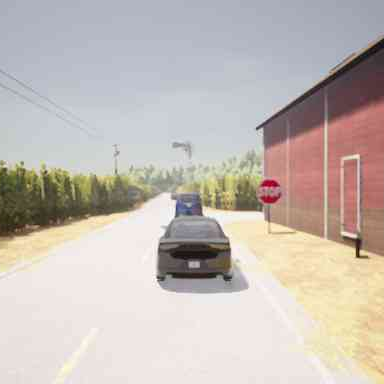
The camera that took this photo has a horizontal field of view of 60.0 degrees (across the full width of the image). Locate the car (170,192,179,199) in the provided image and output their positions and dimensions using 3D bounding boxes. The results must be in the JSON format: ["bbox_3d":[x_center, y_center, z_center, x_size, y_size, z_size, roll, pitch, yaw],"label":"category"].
[{"bbox_3d":[-4.430,0.858,84.409,2.097,1.767,4.553,0,0,-4],"label":"car"}]

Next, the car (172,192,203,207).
[{"bbox_3d":[-0.315,1.090,27.296,2.150,2.045,5.566,0,1,-2],"label":"car"}]

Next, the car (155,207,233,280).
[{"bbox_3d":[0.065,1.429,9.810,1.882,1.535,5.008,0,1,0],"label":"car"}]

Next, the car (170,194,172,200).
[{"bbox_3d":[-3.630,1.107,74.051,1.882,1.535,5.008,0,0,-4],"label":"car"}]
